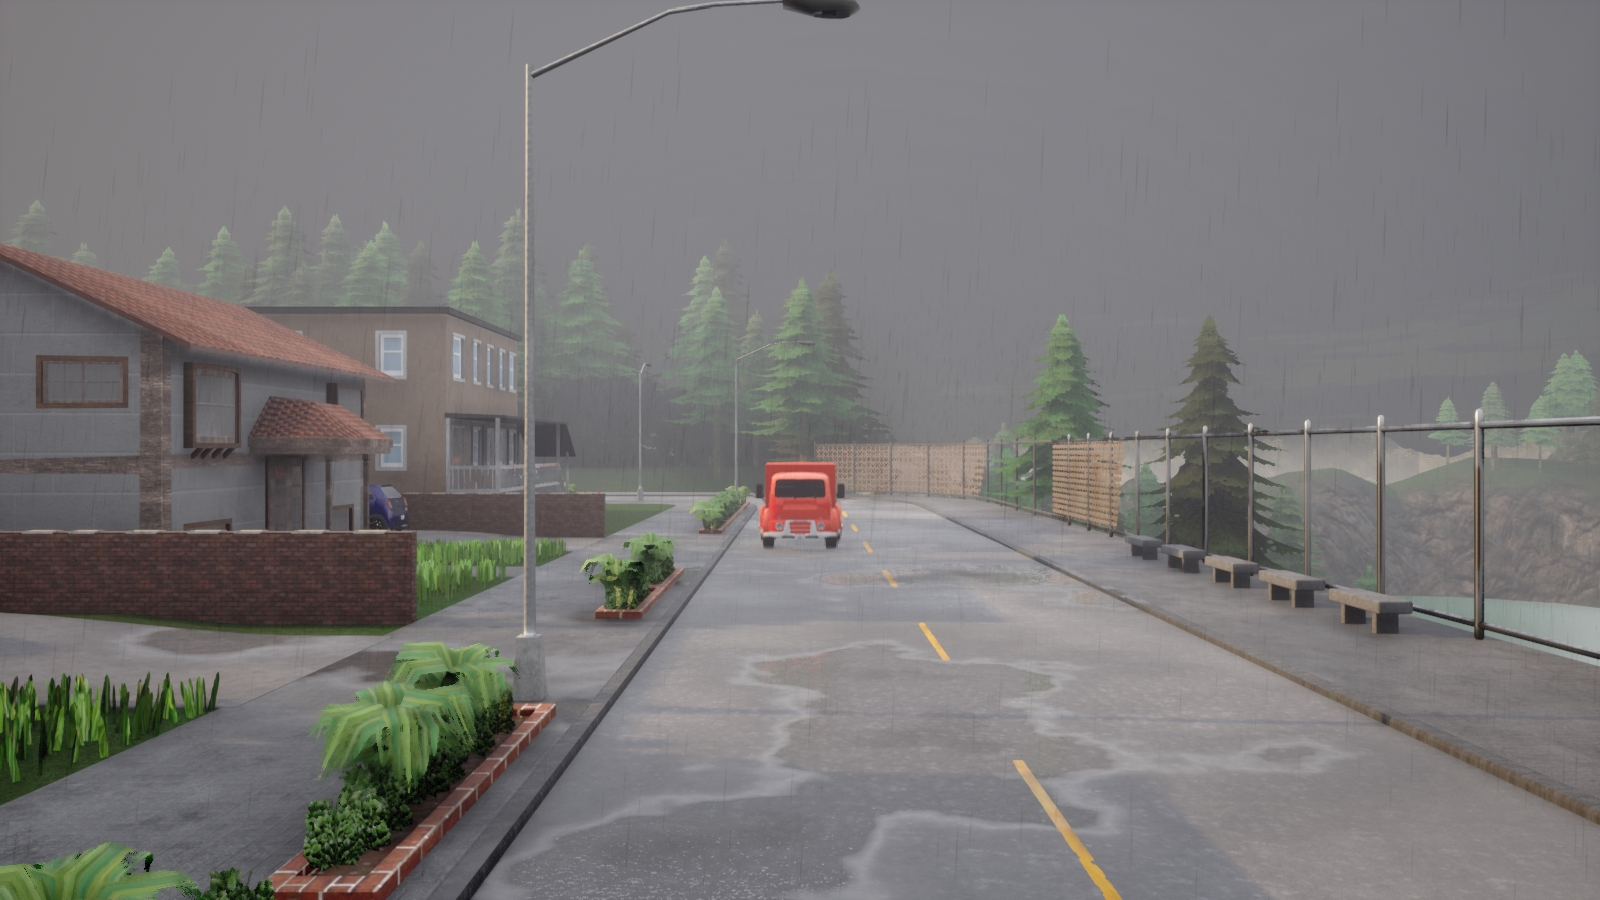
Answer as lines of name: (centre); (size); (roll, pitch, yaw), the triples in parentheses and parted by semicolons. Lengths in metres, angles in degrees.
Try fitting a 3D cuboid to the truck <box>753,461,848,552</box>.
truck: (0.013, 1.590, 34.184); (2.627, 2.467, 5.204); (0, 0, 0)
